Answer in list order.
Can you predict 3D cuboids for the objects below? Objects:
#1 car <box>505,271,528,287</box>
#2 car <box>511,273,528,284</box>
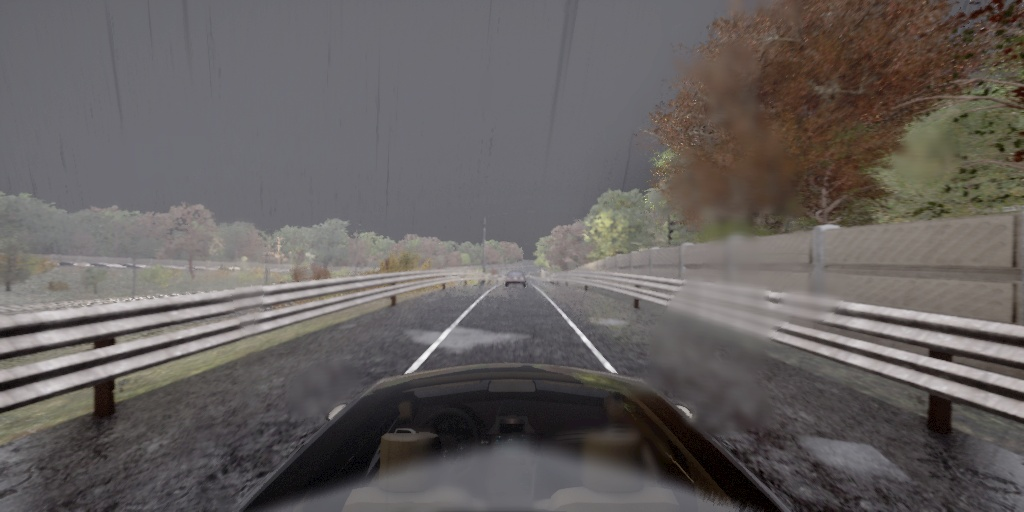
[{"bbox_3d":[0.341,2.048,32.593,2.033,1.411,5.357,0,-3,2],"label":"car"},{"bbox_3d":[1.098,3.115,49.908,2.128,1.511,4.902,0,-4,4],"label":"car"}]
